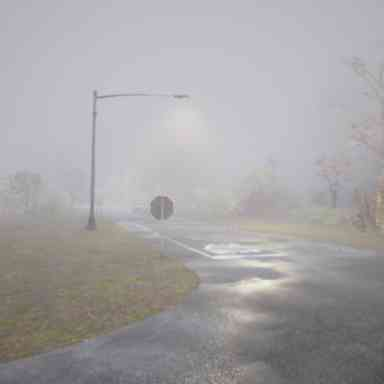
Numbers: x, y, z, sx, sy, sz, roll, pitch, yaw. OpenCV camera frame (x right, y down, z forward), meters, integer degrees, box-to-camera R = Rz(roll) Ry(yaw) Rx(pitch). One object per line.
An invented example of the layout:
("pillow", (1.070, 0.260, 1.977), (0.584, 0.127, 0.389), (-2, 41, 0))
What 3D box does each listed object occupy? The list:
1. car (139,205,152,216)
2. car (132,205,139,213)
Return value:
("car", (-5.863, 2.750, 48.316), (2.033, 1.411, 5.357), (2, -2, -19))
("car", (-9.271, 2.962, 58.169), (1.812, 1.442, 4.674), (2, -2, -19))
